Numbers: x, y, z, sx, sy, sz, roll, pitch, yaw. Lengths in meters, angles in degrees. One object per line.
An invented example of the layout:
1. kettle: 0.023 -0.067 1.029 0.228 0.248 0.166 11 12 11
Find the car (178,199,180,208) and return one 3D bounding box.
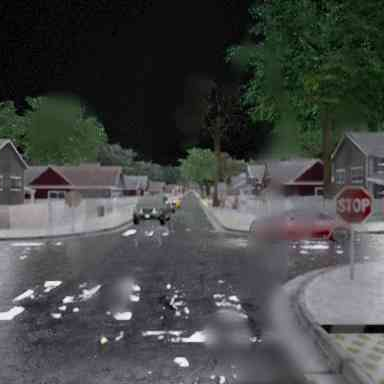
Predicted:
1. car: -2.737 1.489 48.440 1.882 1.535 5.008 0 0 0

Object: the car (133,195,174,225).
1. car: -2.861 1.229 24.659 2.150 2.045 5.566 0 0 2

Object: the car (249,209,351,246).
1. car: 4.629 1.468 14.468 4.181 1.385 1.994 -1 0 -1

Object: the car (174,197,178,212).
1. car: -2.776 1.536 36.326 1.812 1.442 4.674 0 0 0
